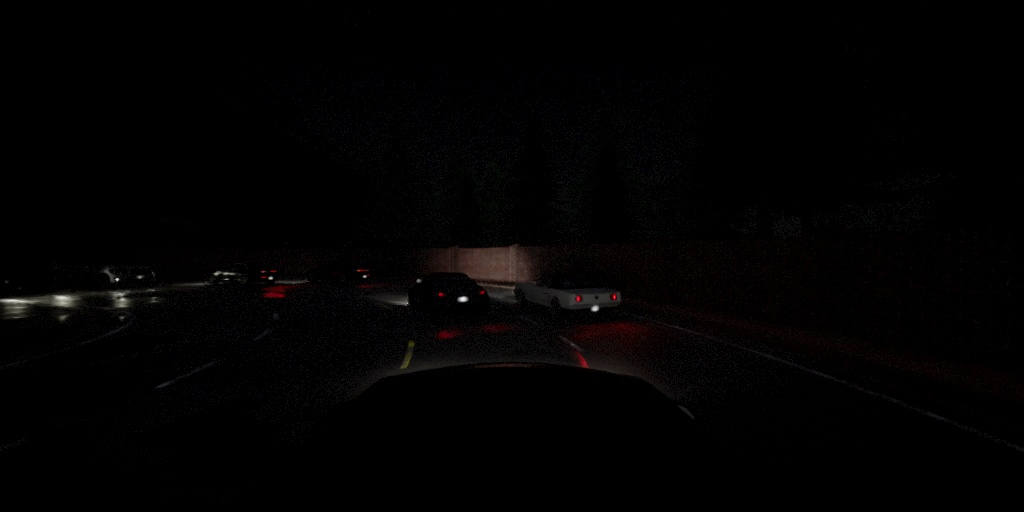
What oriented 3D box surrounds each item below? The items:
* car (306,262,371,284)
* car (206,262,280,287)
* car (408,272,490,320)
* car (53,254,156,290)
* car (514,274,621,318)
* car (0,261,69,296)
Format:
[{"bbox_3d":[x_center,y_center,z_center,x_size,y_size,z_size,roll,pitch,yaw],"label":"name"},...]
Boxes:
[{"bbox_3d":[-12.282,1.142,25.372,4.892,1.490,1.837,0,0,22],"label":"car"},{"bbox_3d":[-17.658,1.150,23.543,4.892,1.490,1.837,0,0,17],"label":"car"},{"bbox_3d":[-2.323,1.262,12.600,1.994,1.385,4.181,0,0,-25],"label":"car"},{"bbox_3d":[-24.473,0.877,21.407,5.566,2.045,2.150,0,0,9],"label":"car"},{"bbox_3d":[1.699,1.298,12.966,1.895,1.301,4.718,0,0,-22],"label":"car"},{"bbox_3d":[-25.762,1.149,18.048,5.008,1.535,1.882,0,0,8],"label":"car"}]
